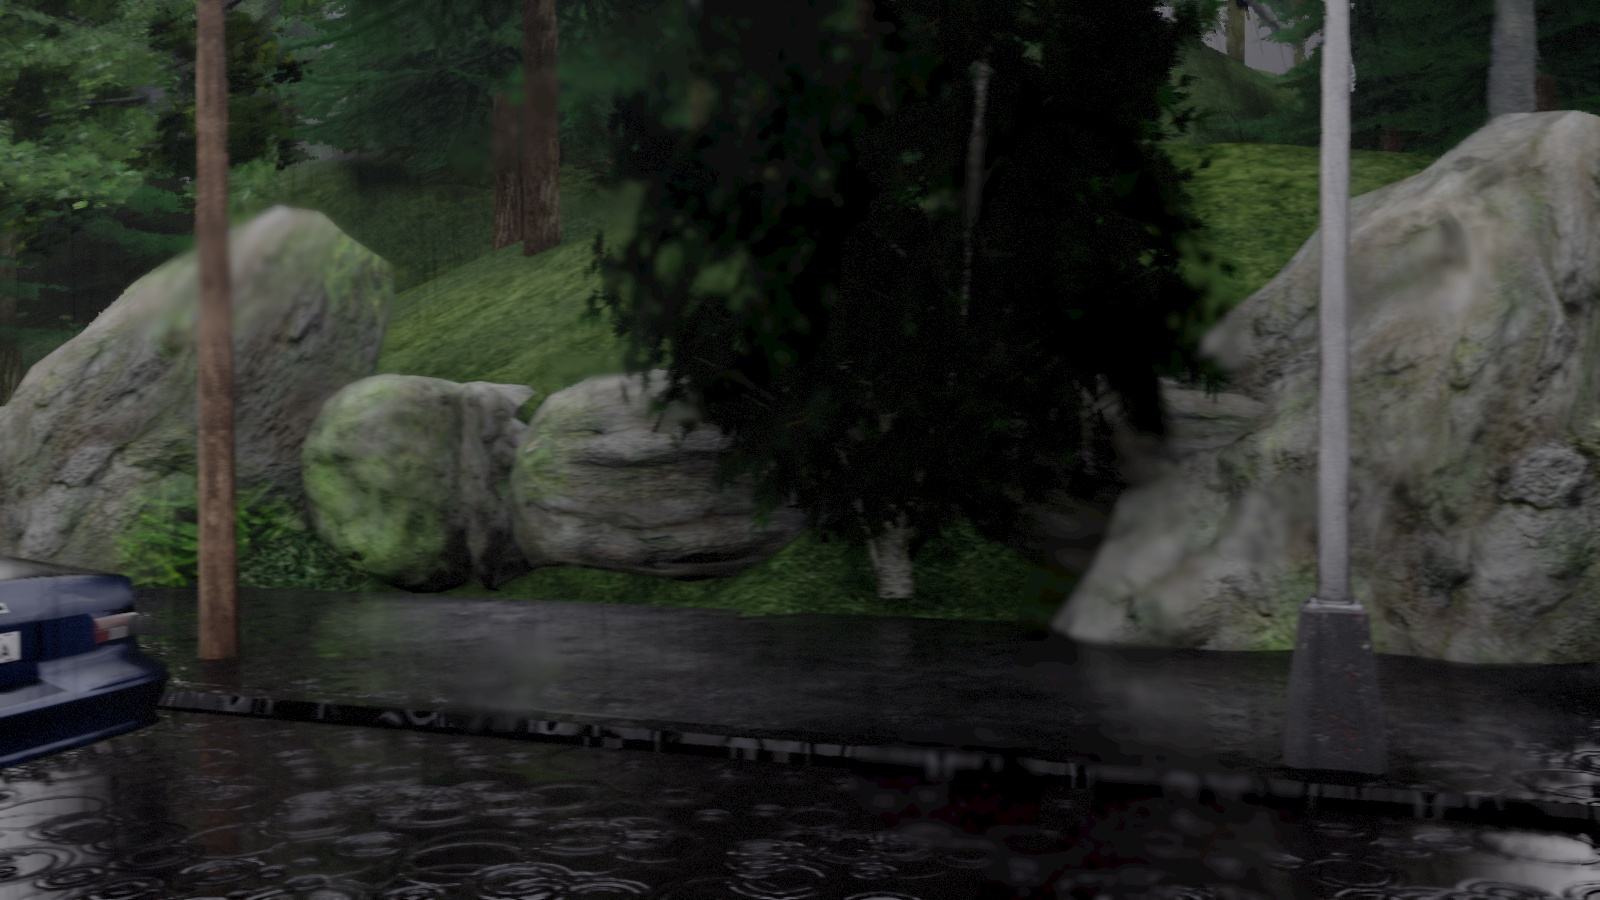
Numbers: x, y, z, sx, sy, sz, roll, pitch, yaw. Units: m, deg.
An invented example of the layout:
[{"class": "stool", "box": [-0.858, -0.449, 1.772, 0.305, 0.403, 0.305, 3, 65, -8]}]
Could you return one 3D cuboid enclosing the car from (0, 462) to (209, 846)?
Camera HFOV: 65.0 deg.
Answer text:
[{"class": "car", "box": [-5.548, 0.764, 5.585, 5.357, 1.411, 2.033, 1, 1, 19]}]
